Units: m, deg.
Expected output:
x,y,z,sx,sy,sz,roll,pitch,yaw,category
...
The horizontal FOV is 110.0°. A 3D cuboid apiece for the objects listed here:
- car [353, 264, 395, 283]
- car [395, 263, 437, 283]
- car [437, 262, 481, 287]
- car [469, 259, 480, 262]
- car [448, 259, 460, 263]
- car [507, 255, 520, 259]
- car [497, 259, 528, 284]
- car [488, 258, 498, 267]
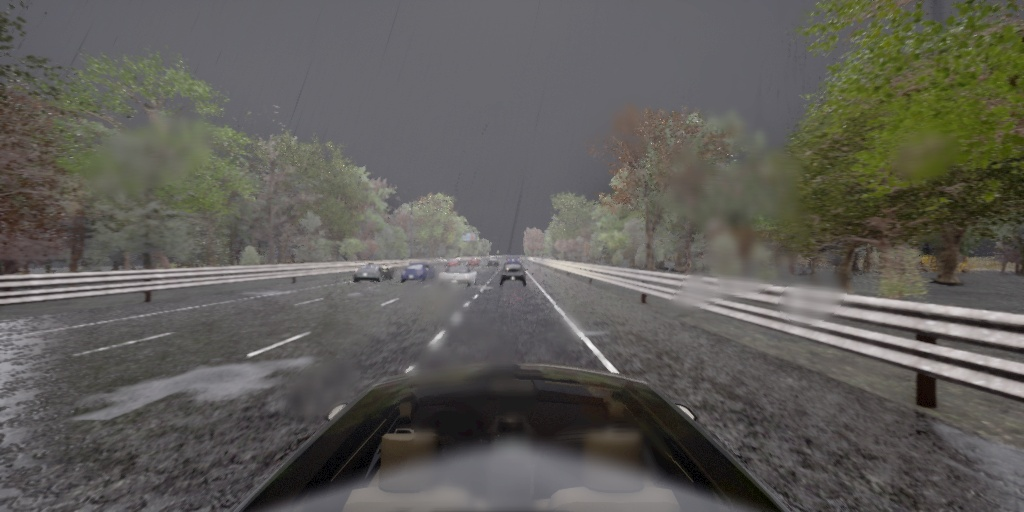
x,y,z,sx,sy,sz,roll,pitch,yaw,category
-10.419,1.270,27.452,1.994,1.385,4.181,0,0,0,car
-6.922,1.232,26.952,1.812,1.442,4.674,0,0,0,car
-3.437,1.312,24.132,1.895,1.301,4.718,0,0,0,car
-6.777,1.175,64.628,1.812,1.442,4.674,0,0,1,car
-10.274,1.215,64.275,1.994,1.385,4.181,0,0,0,car
0.243,0.873,64.874,2.150,2.045,5.566,0,0,0,car
0.077,1.214,26.434,1.837,1.490,4.892,0,1,0,car
-3.265,1.126,65.016,1.882,1.535,5.008,0,0,0,car
